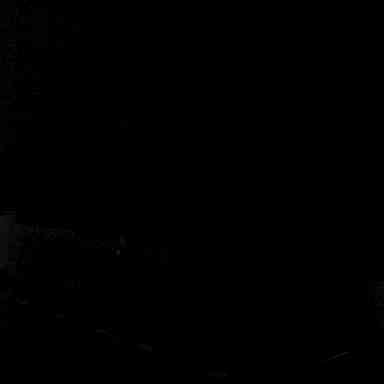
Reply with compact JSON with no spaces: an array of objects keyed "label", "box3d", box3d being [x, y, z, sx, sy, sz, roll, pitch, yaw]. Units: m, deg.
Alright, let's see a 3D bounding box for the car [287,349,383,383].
[{"label":"car","box3d":[2.152,1.440,1.274,4.097,1.590,1.967,0,0,36]}]
